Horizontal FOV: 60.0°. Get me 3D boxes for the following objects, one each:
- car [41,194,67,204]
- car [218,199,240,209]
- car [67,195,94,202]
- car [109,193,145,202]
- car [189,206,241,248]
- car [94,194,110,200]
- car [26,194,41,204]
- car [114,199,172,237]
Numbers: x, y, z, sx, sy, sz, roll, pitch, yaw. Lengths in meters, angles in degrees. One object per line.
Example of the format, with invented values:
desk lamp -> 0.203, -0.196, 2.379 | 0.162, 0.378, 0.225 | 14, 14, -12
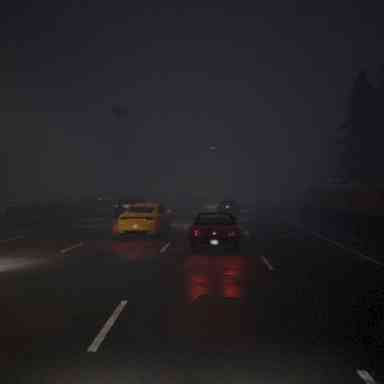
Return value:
car -> -18.365, 1.054, 46.578 | 1.812, 1.442, 4.674 | 0, 0, 15
car -> 3.646, 1.340, 32.460 | 1.994, 1.385, 4.181 | 0, 0, 11
car -> -14.879, 1.119, 46.079 | 1.994, 1.385, 4.181 | 0, 0, 15
car -> -4.532, 1.120, 26.603 | 2.097, 1.767, 4.553 | 0, 0, 9
car -> 0.990, 1.498, 14.208 | 1.895, 1.301, 4.718 | 0, 0, 4
car -> -11.194, 0.981, 46.353 | 2.097, 1.767, 4.553 | 0, 0, 15
car -> -21.623, 0.989, 47.958 | 2.128, 1.511, 4.902 | 0, 0, 15
car -> -2.242, 1.333, 17.053 | 1.882, 1.535, 5.008 | 0, 0, 5
